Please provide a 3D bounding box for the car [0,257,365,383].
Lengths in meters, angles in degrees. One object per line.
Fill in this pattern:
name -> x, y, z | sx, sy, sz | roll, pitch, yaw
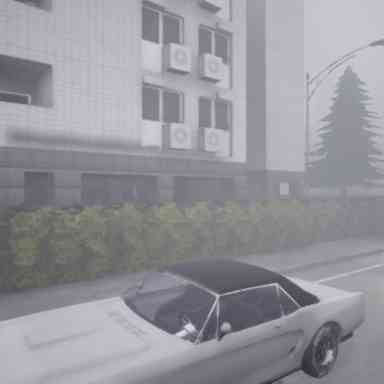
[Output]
car -> -0.022, 1.595, 3.967 | 4.718, 1.301, 1.895 | 0, 0, -35
